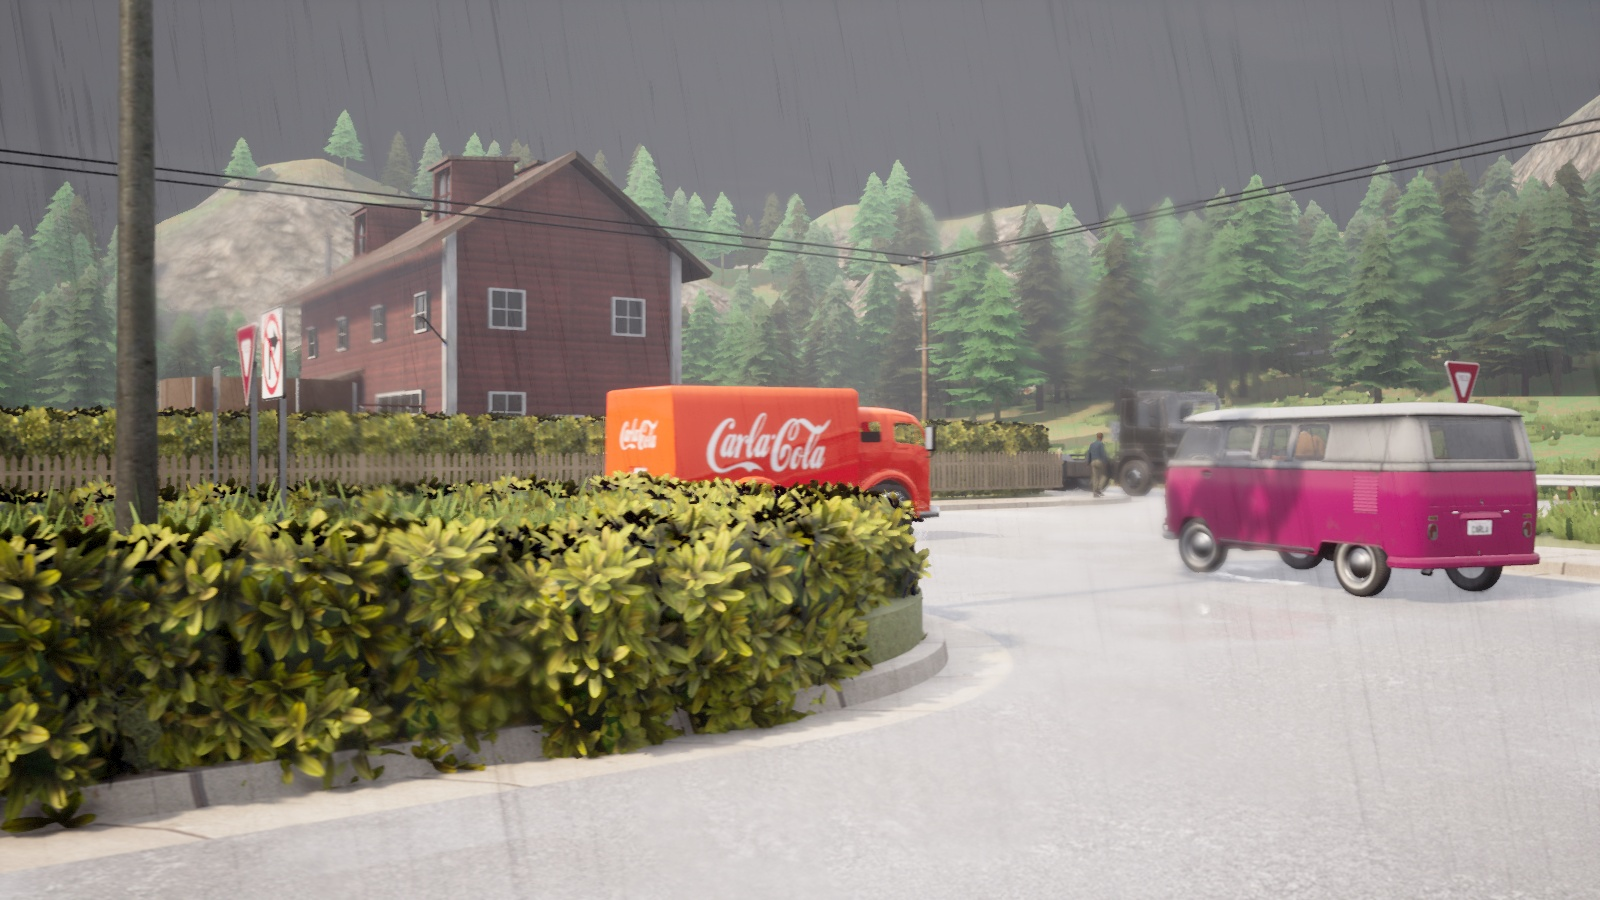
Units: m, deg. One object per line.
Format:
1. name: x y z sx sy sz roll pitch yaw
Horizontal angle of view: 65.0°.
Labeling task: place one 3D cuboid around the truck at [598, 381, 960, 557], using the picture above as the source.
1. truck: -0.276 0.258 20.165 5.204 2.467 2.627 -1 0 -35

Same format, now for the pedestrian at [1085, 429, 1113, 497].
1. pedestrian: 8.217 0.344 34.477 0.726 1.835 0.370 0 0 -40

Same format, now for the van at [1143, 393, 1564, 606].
1. van: 5.914 0.461 14.107 1.775 1.987 4.442 0 0 -19

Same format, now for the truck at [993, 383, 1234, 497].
1. truck: 10.294 -0.307 42.194 2.891 3.462 7.936 0 0 -34
